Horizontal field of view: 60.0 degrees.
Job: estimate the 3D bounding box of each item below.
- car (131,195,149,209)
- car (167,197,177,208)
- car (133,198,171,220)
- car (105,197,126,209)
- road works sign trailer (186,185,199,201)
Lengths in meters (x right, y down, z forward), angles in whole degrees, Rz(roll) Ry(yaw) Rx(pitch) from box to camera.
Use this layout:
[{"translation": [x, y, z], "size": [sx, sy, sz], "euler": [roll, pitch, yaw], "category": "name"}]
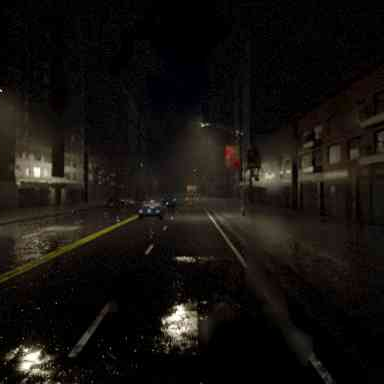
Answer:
[{"translation": [-6.596, 1.209, 43.194], "size": [2.097, 1.767, 4.553], "euler": [0, 0, 0], "category": "car"}, {"translation": [-3.164, 1.418, 44.698], "size": [1.994, 1.385, 4.181], "euler": [0, 0, 0], "category": "car"}, {"translation": [-3.161, 1.457, 27.102], "size": [2.033, 1.411, 5.357], "euler": [0, 0, 0], "category": "car"}, {"translation": [-9.847, 1.365, 42.880], "size": [1.837, 1.490, 4.892], "euler": [0, 0, 0], "category": "car"}, {"translation": [-0.024, 0.230, 72.363], "size": [2.380, 3.560, 2.880], "euler": [0, 0, 0], "category": "road works sign trailer"}]
